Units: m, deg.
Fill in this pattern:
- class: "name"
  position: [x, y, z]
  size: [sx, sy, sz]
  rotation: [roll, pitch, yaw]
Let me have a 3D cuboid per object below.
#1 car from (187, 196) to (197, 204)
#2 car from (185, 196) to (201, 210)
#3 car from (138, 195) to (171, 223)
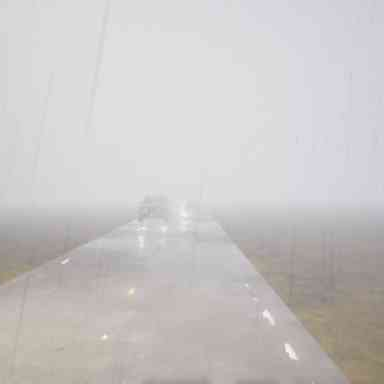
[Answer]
- class: "car"
  position: [0.081, 1.512, 62.692]
  size: [1.812, 1.442, 4.674]
  rotation: [0, 0, 0]
- class: "car"
  position: [0.088, 1.530, 43.645]
  size: [1.812, 1.442, 4.674]
  rotation: [0, 0, 0]
- class: "car"
  position: [-2.855, 1.243, 26.294]
  size: [2.150, 2.045, 5.566]
  rotation: [0, 0, 0]
